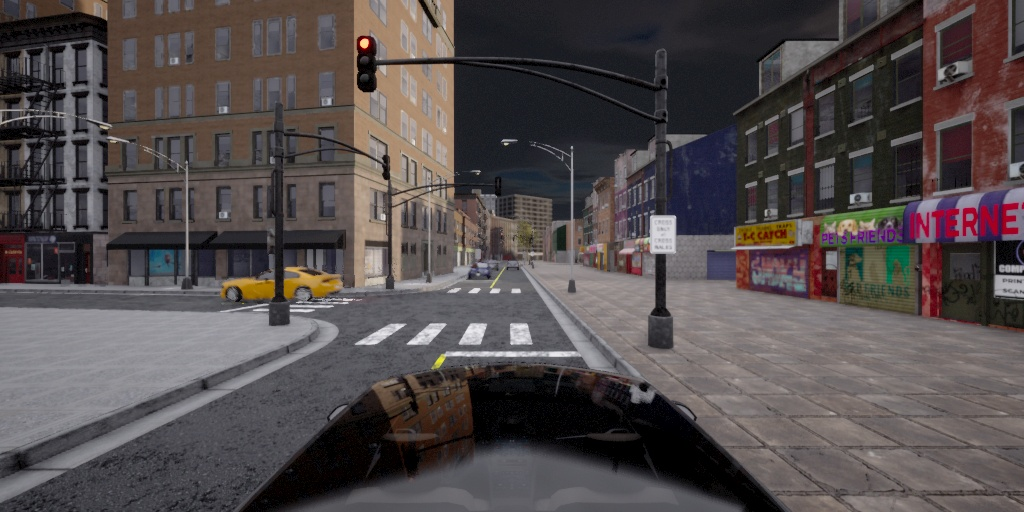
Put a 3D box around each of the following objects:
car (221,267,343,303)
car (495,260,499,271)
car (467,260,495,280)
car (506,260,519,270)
[{"bbox_3d":[-10.489,1.271,16.470,5.008,1.535,1.882,0,2,0],"label":"car"},{"bbox_3d":[-2.740,1.251,47.943,2.128,1.511,4.902,0,0,0],"label":"car"},{"bbox_3d":[-2.784,1.279,31.748,1.812,1.442,4.674,0,0,0],"label":"car"},{"bbox_3d":[0.111,1.310,52.760,2.033,1.411,5.357,0,0,0],"label":"car"}]
